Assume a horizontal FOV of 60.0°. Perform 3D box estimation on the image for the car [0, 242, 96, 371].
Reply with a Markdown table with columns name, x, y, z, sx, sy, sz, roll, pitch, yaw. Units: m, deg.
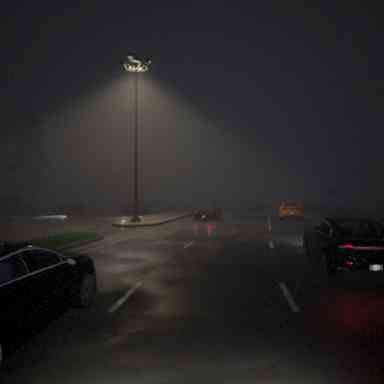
| name | x | y | z | sx | sy | sz | roll | pitch | yaw |
| --- | --- | --- | --- | --- | --- | --- | --- | --- | --- |
| car | -3.048 | 1.508 | 5.079 | 2.128 | 1.511 | 4.902 | 0 | 0 | 4 |

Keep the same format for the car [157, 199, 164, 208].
| name | x | y | z | sx | sy | sz | roll | pitch | yaw |
| --- | --- | --- | --- | --- | --- | --- | --- | --- | --- |
| car | -5.807 | 1.703 | 50.140 | 2.033 | 1.411 | 5.357 | 0 | 0 | 13 |

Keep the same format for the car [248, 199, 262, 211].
| name | x | y | z | sx | sy | sz | roll | pitch | yaw |
| --- | --- | --- | --- | --- | --- | --- | --- | --- | --- |
| car | 8.251 | 1.681 | 43.469 | 2.033 | 1.411 | 5.357 | 0 | 0 | 13 |

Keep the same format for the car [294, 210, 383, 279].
| name | x | y | z | sx | sy | sz | roll | pitch | yaw |
| --- | --- | --- | --- | --- | --- | --- | --- | --- | --- |
| car | 4.613 | 1.522 | 10.008 | 2.128 | 1.511 | 4.902 | 0 | 0 | 9 |

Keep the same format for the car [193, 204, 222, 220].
| name | x | y | z | sx | sy | sz | roll | pitch | yaw |
| --- | --- | --- | --- | --- | --- | --- | --- | --- | --- |
| car | 1.441 | 1.691 | 29.165 | 1.895 | 1.301 | 4.718 | 0 | 0 | 13 |

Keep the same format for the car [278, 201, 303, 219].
| name | x | y | z | sx | sy | sz | roll | pitch | yaw |
| --- | --- | --- | --- | --- | --- | --- | --- | --- | --- |
| car | 8.689 | 1.568 | 29.480 | 1.882 | 1.535 | 5.008 | 0 | 0 | 13 |

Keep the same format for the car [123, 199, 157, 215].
| name | x | y | z | sx | sy | sz | roll | pitch | yaw |
| --- | --- | --- | --- | --- | --- | --- | --- | --- | --- |
| car | -5.630 | 1.587 | 35.106 | 1.882 | 1.535 | 5.008 | 0 | 0 | 13 |

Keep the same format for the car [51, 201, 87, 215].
| name | x | y | z | sx | sy | sz | roll | pitch | yaw |
| --- | --- | --- | --- | --- | --- | --- | --- | --- | --- |
| car | -12.858 | 1.673 | 34.868 | 1.994 | 1.385 | 4.181 | 0 | 0 | 13 |
